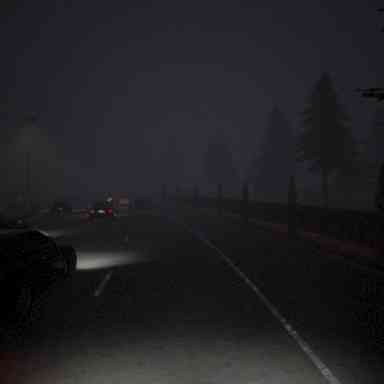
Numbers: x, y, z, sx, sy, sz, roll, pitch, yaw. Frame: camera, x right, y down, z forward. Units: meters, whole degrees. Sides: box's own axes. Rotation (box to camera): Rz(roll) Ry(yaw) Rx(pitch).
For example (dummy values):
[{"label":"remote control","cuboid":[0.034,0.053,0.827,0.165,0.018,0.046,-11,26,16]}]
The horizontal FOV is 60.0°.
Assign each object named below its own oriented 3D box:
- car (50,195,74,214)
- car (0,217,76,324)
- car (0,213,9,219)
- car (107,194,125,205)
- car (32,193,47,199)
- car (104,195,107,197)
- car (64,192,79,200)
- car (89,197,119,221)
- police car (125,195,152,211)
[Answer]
[{"label":"car","cuboid":[-12.791,1.336,32.620,1.812,1.442,4.674,0,0,-19]},{"label":"car","cuboid":[-3.849,1.488,6.876,1.812,1.442,4.674,0,0,-4]},{"label":"car","cuboid":[-7.920,1.480,12.627,2.033,1.411,5.357,0,0,-8]},{"label":"car","cuboid":[-10.267,1.161,47.573,1.801,1.575,5.366,0,0,-26]},{"label":"car","cuboid":[-37.271,0.983,81.309,5.008,1.535,1.882,0,0,39]},{"label":"car","cuboid":[-13.339,1.130,53.391,1.801,1.575,5.366,0,0,-29]},{"label":"car","cuboid":[-25.366,0.841,69.210,2.097,1.767,4.553,0,0,-40]},{"label":"car","cuboid":[-6.927,1.392,25.559,2.033,1.411,5.357,0,0,-15]},{"label":"police car","cuboid":[-5.902,1.189,37.428,1.930,1.638,5.238,0,0,-20]}]
